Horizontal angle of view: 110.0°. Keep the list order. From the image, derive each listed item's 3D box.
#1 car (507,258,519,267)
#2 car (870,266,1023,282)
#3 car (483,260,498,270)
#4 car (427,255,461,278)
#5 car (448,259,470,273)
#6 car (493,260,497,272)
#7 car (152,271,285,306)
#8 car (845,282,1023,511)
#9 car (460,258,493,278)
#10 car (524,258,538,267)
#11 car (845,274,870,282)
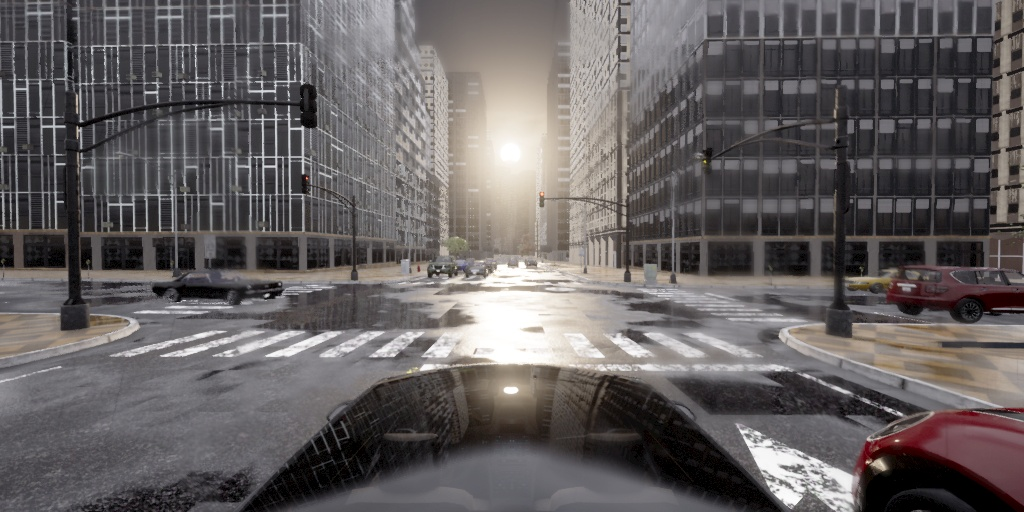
[{"bbox_3d":[0.207,1.269,63.368,1.994,1.385,4.181,0,0,0],"label":"car"},{"bbox_3d":[16.226,1.282,12.529,5.009,1.841,2.192,0,0,1],"label":"car"},{"bbox_3d":[-3.169,1.263,53.932,2.033,1.411,5.357,0,0,0],"label":"car"},{"bbox_3d":[-6.483,0.955,34.190,2.150,2.045,5.566,0,0,0],"label":"car"},{"bbox_3d":[-6.458,1.203,44.155,1.882,1.535,5.008,0,0,0],"label":"car"},{"bbox_3d":[-3.213,1.327,43.228,1.895,1.301,4.718,0,0,0],"label":"car"},{"bbox_3d":[-12.176,1.284,15.024,4.718,1.301,1.895,1,1,10],"label":"car"},{"bbox_3d":[3.253,1.102,0.415,2.097,1.767,4.553,0,0,0],"label":"car"},{"bbox_3d":[-3.241,1.225,33.947,2.128,1.511,4.902,0,0,1],"label":"car"},{"bbox_3d":[3.457,1.306,63.386,1.895,1.301,4.718,0,0,0],"label":"car"},{"bbox_3d":[21.864,1.410,20.795,4.829,1.417,1.751,0,0,1],"label":"car"}]
